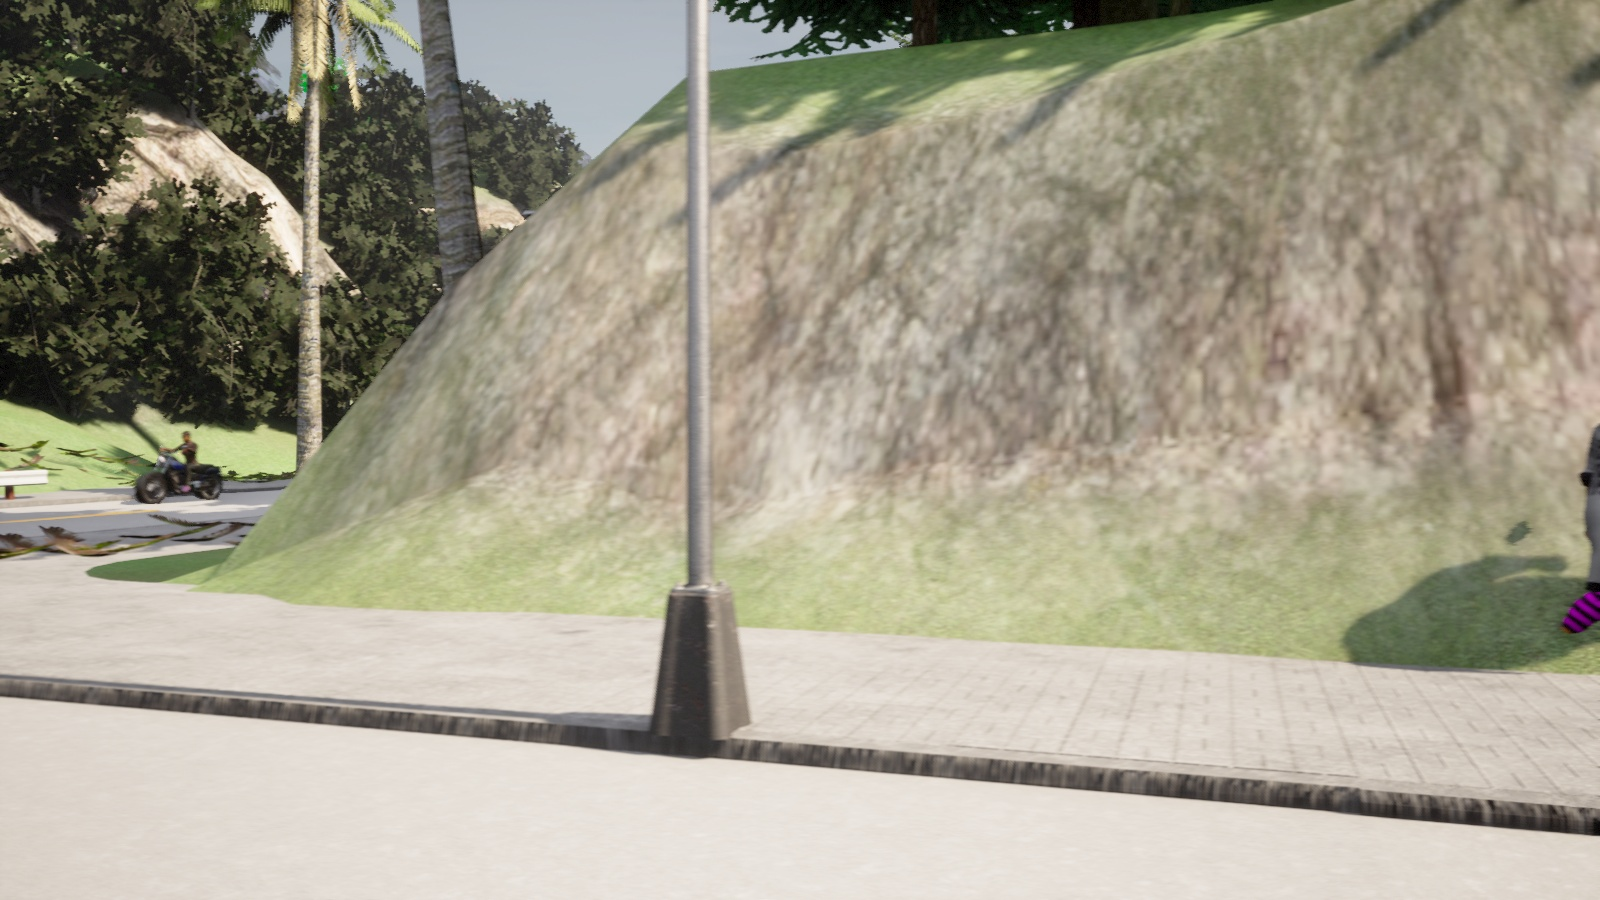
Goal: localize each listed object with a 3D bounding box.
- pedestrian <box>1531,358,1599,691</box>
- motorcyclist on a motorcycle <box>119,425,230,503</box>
[{"bbox_3d":[5.003,0.434,7.592,0.873,1.952,0.659,1,1,18],"label":"pedestrian"},{"bbox_3d":[-13.906,0.276,28.024,0.766,1.649,2.350,1,1,19],"label":"motorcyclist on a motorcycle"}]
